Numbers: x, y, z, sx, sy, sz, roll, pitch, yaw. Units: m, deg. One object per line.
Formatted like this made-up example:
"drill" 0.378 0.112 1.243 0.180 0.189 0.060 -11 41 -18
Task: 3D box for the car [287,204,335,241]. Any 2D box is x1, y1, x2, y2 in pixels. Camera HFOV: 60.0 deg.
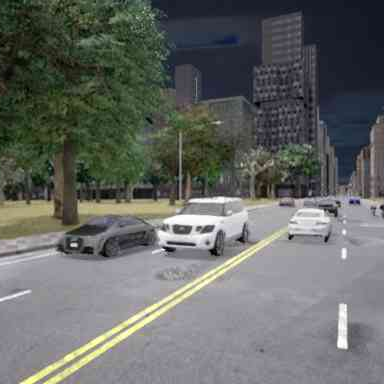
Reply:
"car" 6.041 1.564 16.862 1.812 1.442 4.674 0 0 25

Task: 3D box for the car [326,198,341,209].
"car" 21.514 1.648 50.498 1.882 1.535 5.008 0 0 25

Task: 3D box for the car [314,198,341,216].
"car" 13.631 1.602 33.362 1.837 1.490 4.892 0 0 25

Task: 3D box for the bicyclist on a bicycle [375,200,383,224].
"bicyclist on a bicycle" 13.428 1.431 23.246 0.659 1.776 1.843 0 0 25

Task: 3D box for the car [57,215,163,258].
"car" -3.130 1.591 12.960 1.994 1.385 4.181 0 0 25

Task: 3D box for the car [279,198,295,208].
"car" 14.834 1.649 51.969 1.882 1.535 5.008 0 0 25

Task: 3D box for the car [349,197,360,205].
"car" 31.044 1.715 63.564 1.882 1.535 5.008 0 0 25

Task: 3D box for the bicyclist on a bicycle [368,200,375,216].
"bicyclist on a bicycle" 17.362 1.530 31.796 0.866 1.612 1.509 0 0 25

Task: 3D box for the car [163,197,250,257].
"car" 0.763 1.250 13.646 2.150 2.045 5.566 0 0 25

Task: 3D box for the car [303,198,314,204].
"car" 18.827 1.704 52.855 1.812 1.442 4.674 0 0 25
